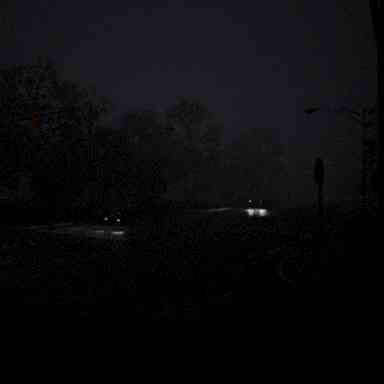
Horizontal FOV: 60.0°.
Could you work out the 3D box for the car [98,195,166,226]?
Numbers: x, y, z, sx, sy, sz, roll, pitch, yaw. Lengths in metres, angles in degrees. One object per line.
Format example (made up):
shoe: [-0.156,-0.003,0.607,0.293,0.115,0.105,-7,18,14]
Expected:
car: [-4.182,1.307,24.092,2.150,2.045,5.566,0,2,32]

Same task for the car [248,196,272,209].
car: [9.369,1.284,45.559,2.097,1.767,4.553,0,0,32]
